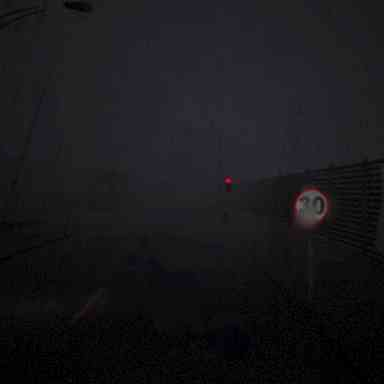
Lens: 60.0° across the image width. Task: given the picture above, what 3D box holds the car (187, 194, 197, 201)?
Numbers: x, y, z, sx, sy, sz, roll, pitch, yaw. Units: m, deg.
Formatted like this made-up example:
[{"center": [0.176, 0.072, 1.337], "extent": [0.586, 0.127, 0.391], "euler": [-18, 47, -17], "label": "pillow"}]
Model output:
[{"center": [0.010, 1.136, 73.594], "extent": [1.837, 1.490, 4.892], "euler": [0, 0, 0], "label": "car"}]

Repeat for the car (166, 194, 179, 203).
[{"center": [-4.011, 1.321, 64.276], "extent": [1.882, 1.535, 5.008], "euler": [0, 0, 1], "label": "car"}]
